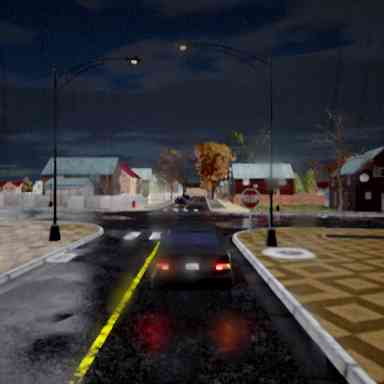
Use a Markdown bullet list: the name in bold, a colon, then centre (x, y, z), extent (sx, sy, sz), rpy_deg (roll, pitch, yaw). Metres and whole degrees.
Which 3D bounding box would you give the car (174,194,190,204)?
- **car**: centre (-1.928, 1.374, 57.063), extent (2.033, 1.411, 5.357), rpy_deg (0, 0, 2)

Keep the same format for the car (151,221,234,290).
- **car**: centre (0.029, 1.513, 9.082), extent (2.033, 1.411, 5.357), rpy_deg (0, 0, 1)
